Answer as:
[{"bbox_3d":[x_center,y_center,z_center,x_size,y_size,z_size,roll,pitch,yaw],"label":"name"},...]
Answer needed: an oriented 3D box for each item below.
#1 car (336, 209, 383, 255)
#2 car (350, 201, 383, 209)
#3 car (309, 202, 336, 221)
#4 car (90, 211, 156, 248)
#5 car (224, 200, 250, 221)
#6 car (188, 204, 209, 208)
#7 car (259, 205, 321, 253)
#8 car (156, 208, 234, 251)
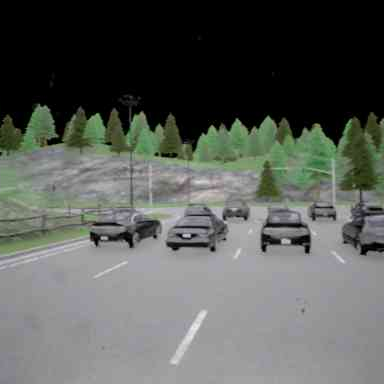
[{"bbox_3d":[7.260,1.563,13.159,1.994,1.385,4.181,-1,0,14],"label":"car"},{"bbox_3d":[14.193,1.513,26.986,1.837,1.490,4.892,-1,0,14],"label":"car"},{"bbox_3d":[10.791,1.549,27.796,2.128,1.511,4.902,-1,0,14],"label":"car"},{"bbox_3d":[-2.931,1.644,15.688,2.128,1.511,4.902,-1,0,14],"label":"car"},{"bbox_3d":[3.930,1.507,29.242,2.097,1.767,4.553,-1,-1,13],"label":"car"},{"bbox_3d":[0.565,1.774,30.303,1.994,1.385,4.181,-1,0,13],"label":"car"},{"bbox_3d":[3.873,1.542,14.044,2.128,1.511,4.902,-1,0,14],"label":"car"},{"bbox_3d":[0.396,1.647,14.568,2.033,1.411,5.357,-1,0,14],"label":"car"}]
